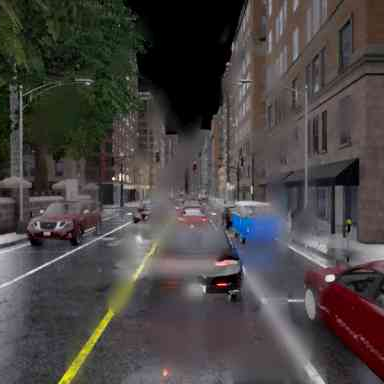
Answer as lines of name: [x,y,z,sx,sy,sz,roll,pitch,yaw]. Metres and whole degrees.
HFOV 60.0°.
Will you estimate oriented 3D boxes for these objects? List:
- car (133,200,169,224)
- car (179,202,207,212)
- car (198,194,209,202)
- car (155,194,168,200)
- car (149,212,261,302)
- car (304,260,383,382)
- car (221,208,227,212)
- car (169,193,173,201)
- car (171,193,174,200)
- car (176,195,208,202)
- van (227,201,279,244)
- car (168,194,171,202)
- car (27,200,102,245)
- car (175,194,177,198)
car: [-3.025,1.552,24.305,1.994,1.385,4.181,0,0,0]
car: [0.097,1.518,18.523,1.812,1.442,4.674,0,0,0]
car: [2.829,1.382,75.610,1.967,1.590,4.097,0,0,0]
car: [-5.690,1.476,59.048,1.752,1.417,4.829,0,0,0]
car: [0.097,1.489,8.261,2.128,1.511,4.902,0,0,0]
car: [2.854,1.544,4.252,1.887,1.381,4.507,0,0,0]
car: [2.849,1.556,21.233,1.947,1.339,4.313,0,0,0]
car: [-5.694,1.489,70.120,1.887,1.381,4.507,0,0,0]
car: [-5.696,1.487,75.571,1.887,1.381,4.507,0,0,0]
car: [0.039,1.337,27.480,2.097,1.767,4.553,0,0,2]
van: [2.850,1.335,15.573,1.690,1.788,3.998,0,0,0]
car: [-5.692,1.498,64.669,2.008,1.369,4.403,0,0,0]
car: [-5.675,1.309,15.530,2.192,1.841,5.009,0,0,0]
car: [-5.700,1.491,86.472,2.008,1.369,4.403,0,0,0]
